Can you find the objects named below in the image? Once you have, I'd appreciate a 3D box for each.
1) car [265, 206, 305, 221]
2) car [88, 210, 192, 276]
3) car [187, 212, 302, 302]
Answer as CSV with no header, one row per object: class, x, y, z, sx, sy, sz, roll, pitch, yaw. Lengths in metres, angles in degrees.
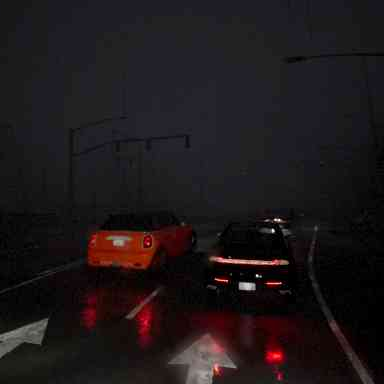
car,4.636,1.505,17.249,1.837,1.490,4.892,0,0,21
car,-1.330,1.351,10.734,2.097,1.767,4.553,0,0,16
car,1.558,1.492,8.371,2.128,1.511,4.902,0,0,13
